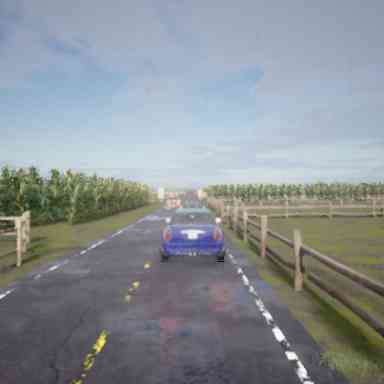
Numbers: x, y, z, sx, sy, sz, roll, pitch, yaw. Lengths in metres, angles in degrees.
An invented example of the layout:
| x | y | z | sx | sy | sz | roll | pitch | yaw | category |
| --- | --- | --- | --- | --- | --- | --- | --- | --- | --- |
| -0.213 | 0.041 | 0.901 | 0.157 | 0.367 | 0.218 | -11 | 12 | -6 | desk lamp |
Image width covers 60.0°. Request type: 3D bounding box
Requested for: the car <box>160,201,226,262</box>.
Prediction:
| x | y | z | sx | sy | sz | roll | pitch | yaw | category |
| --- | --- | --- | --- | --- | --- | --- | --- | --- | --- |
| 0.046 | 1.386 | 12.468 | 2.097 | 1.767 | 4.553 | 0 | 0 | 1 | car |

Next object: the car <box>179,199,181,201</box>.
| x | y | z | sx | sy | sz | roll | pitch | yaw | category |
| --- | --- | --- | --- | --- | --- | --- | --- | --- | --- |
| 0.044 | 1.577 | 27.583 | 1.837 | 1.490 | 4.892 | 0 | 0 | 1 | car |

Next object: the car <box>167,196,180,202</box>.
| x | y | z | sx | sy | sz | roll | pitch | yaw | category |
| --- | --- | --- | --- | --- | --- | --- | --- | --- | --- |
| -2.800 | 1.474 | 52.083 | 2.097 | 1.767 | 4.553 | 0 | 0 | 1 | car |
